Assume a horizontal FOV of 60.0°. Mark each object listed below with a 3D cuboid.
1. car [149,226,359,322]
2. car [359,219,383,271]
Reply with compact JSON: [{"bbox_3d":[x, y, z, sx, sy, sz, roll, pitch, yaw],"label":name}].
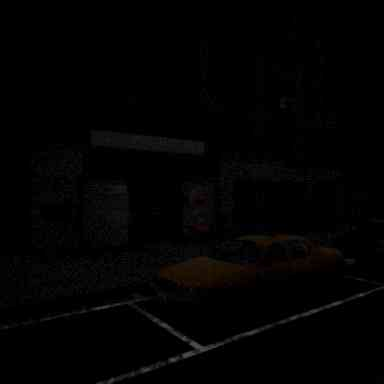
[{"bbox_3d":[1.445,1.531,7.219,4.829,1.417,1.752,0,0,-35],"label":"car"},{"bbox_3d":[6.210,1.576,10.616,4.313,1.339,1.947,0,0,-35],"label":"car"}]
